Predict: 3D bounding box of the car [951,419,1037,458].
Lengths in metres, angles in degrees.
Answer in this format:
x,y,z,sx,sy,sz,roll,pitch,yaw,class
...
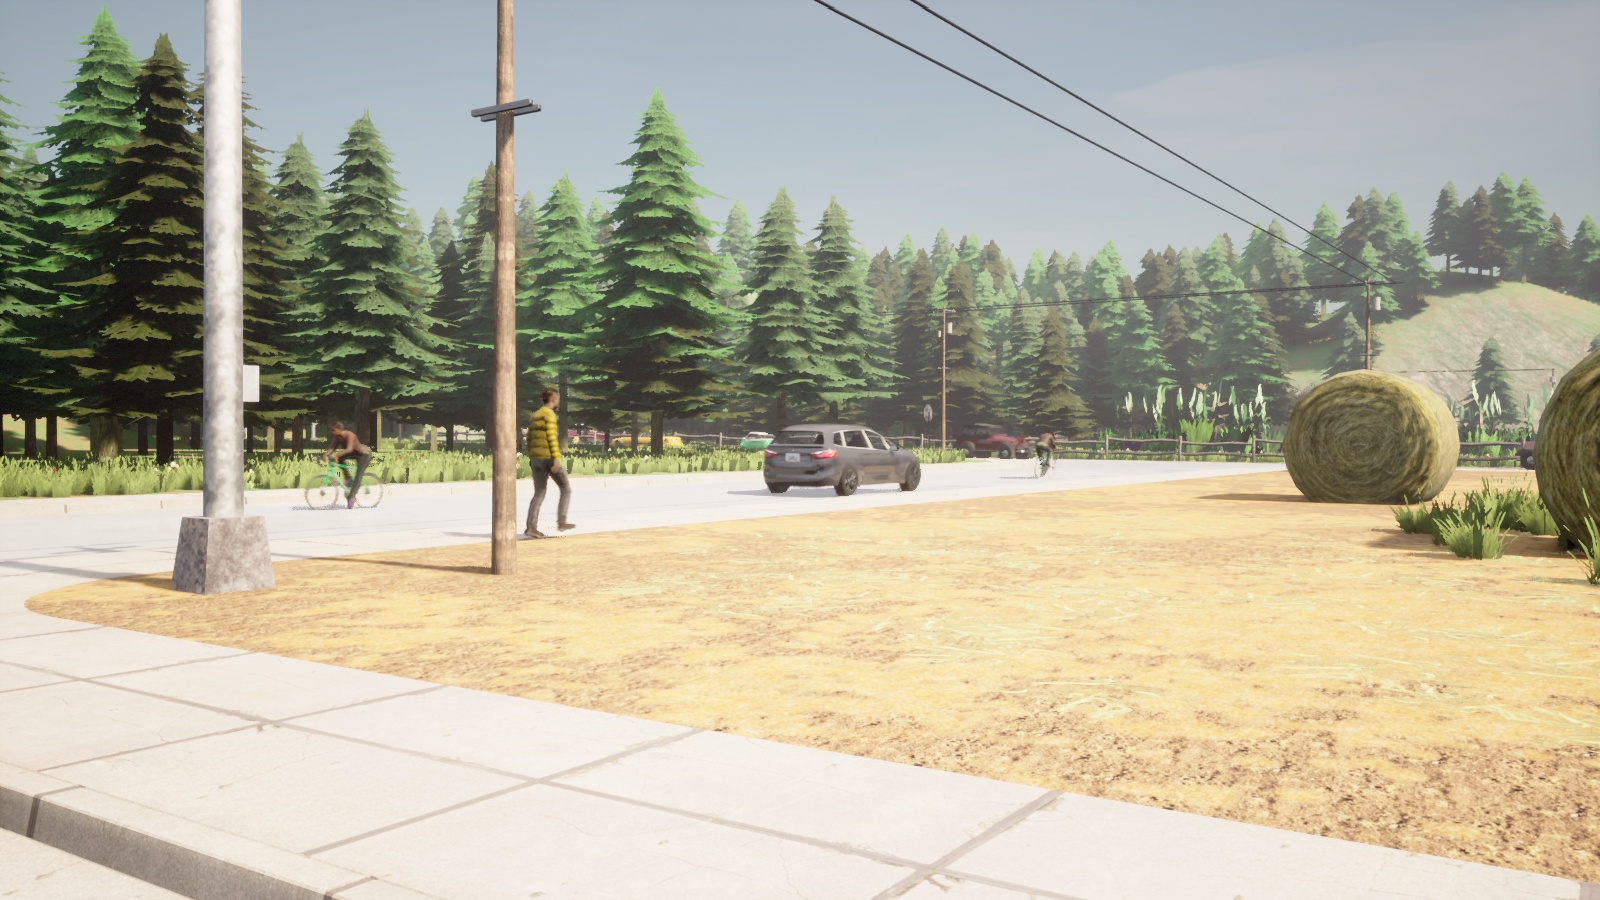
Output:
x,y,z,sx,sy,sz,roll,pitch,yaw,class
9.782,-0.586,63.581,3.866,1.878,1.905,0,1,40,car

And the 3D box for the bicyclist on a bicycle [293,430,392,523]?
x,y,z,sx,sy,sz,roll,pitch,yaw,class
-8.365,0.459,23.017,0.582,1.620,1.656,0,1,35,bicyclist on a bicycle

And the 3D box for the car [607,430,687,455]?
x,y,z,sx,sy,sz,roll,pitch,yaw,class
-10.101,-0.489,82.708,5.366,1.575,1.801,0,1,36,car

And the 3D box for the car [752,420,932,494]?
x,y,z,sx,sy,sz,roll,pitch,yaw,class
1.117,0.116,30.589,2.242,1.667,4.611,0,1,35,car

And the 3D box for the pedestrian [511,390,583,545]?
x,y,z,sx,sy,sz,roll,pitch,yaw,class
-3.088,0.204,15.343,0.431,1.840,0.709,0,1,44,pedestrian

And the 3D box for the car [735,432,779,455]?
x,y,z,sx,sy,sz,roll,pitch,yaw,class
-2.639,-0.382,77.348,2.207,1.376,1.481,0,1,36,car

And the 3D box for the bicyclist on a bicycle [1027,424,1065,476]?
x,y,z,sx,sy,sz,roll,pitch,yaw,class
7.944,-0.013,40.476,0.582,1.620,1.656,0,1,35,bicyclist on a bicycle

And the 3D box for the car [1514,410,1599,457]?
x,y,z,sx,sy,sz,roll,pitch,yaw,class
31.566,-0.664,51.412,3.866,1.878,1.905,0,1,37,car
